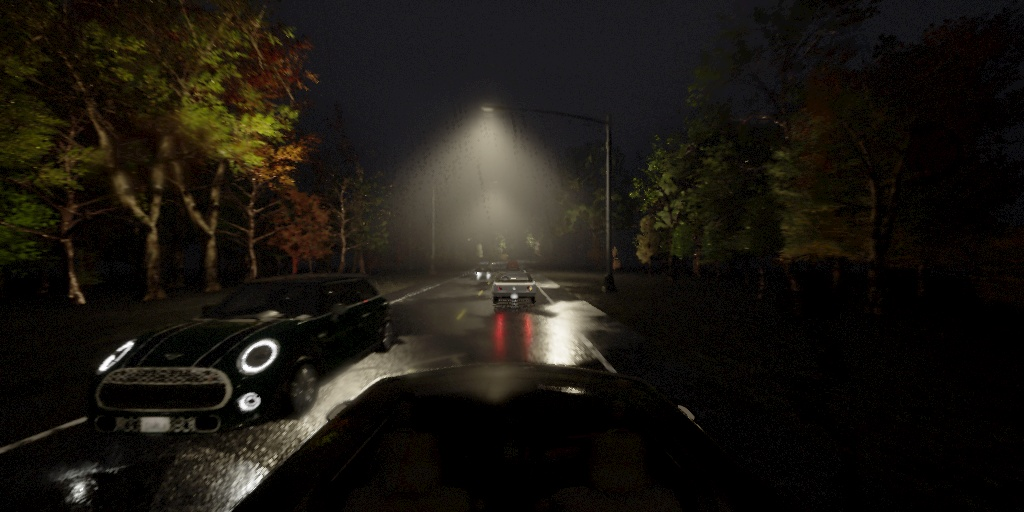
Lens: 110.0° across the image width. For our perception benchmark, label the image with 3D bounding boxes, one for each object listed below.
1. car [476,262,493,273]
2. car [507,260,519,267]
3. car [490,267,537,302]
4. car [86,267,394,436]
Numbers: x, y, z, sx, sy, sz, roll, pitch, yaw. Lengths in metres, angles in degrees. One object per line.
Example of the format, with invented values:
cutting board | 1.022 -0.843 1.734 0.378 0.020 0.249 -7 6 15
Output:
car | -3.555 1.418 46.523 1.994 1.385 4.181 0 0 0
car | 0.114 1.363 59.681 1.882 1.535 5.008 0 0 0
car | 0.104 1.387 17.126 1.895 1.301 4.718 0 0 0
car | -3.597 1.112 5.862 2.097 1.767 4.553 0 0 0
